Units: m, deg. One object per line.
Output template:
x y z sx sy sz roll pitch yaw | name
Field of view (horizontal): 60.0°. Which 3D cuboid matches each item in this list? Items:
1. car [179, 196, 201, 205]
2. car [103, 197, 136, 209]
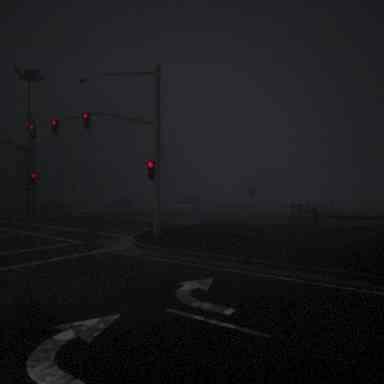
-0.359 1.500 58.306 1.837 1.490 4.892 0 1 35 | car
-9.719 1.490 44.933 2.128 1.511 4.902 0 0 35 | car
